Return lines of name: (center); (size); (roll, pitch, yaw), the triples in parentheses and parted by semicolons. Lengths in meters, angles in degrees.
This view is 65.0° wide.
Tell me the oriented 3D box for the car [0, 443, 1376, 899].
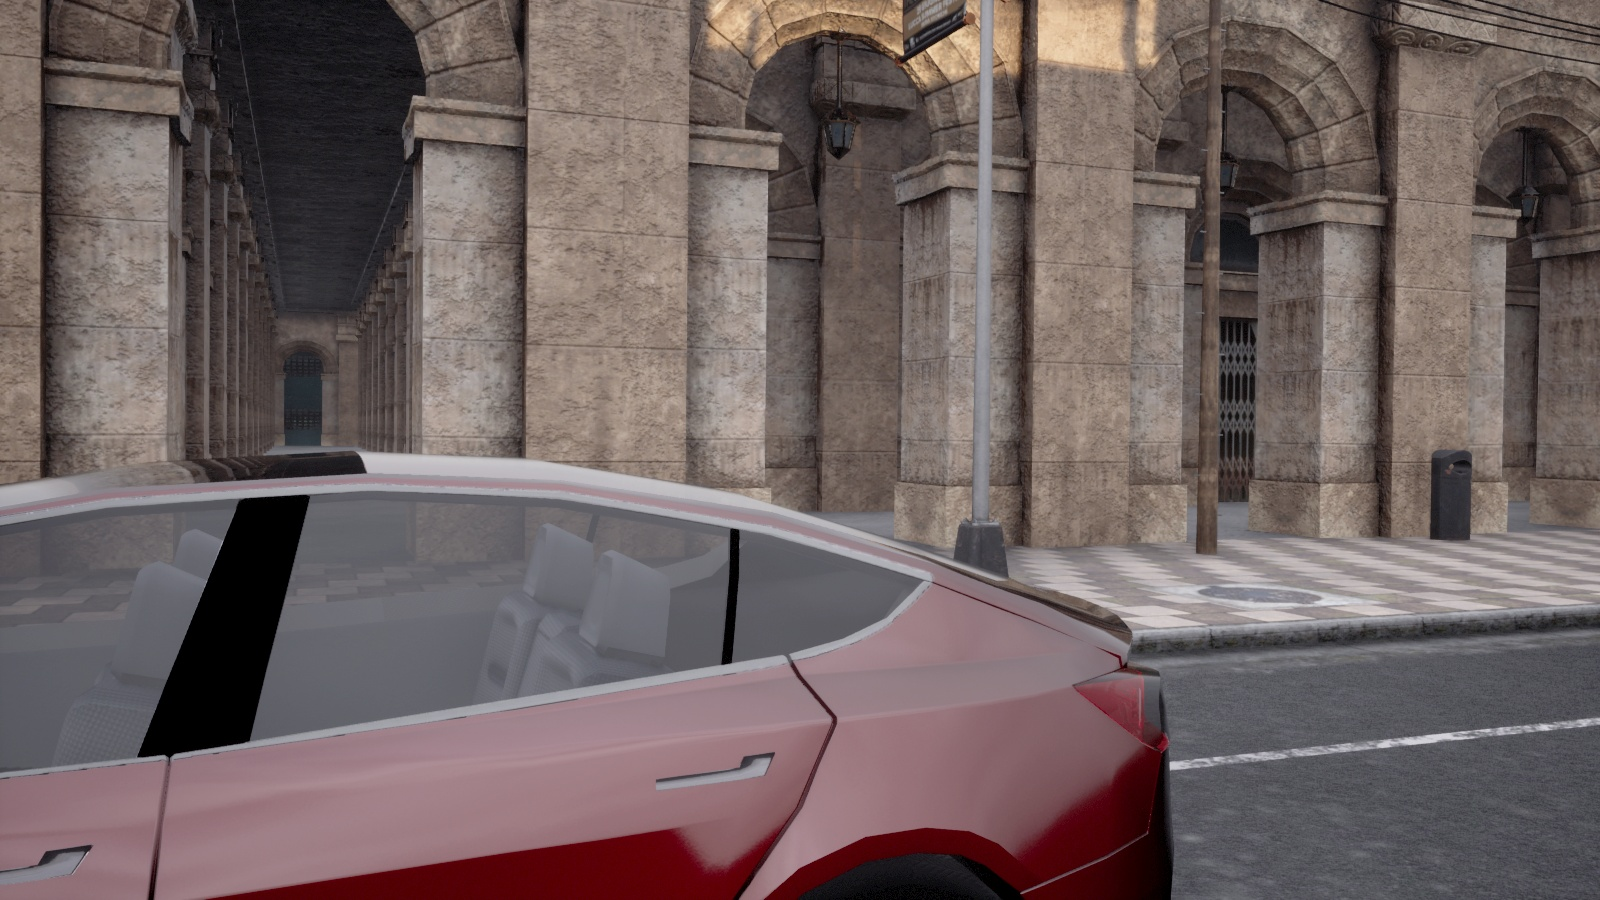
car: (-1.450, 0.769, 2.707); (4.792, 1.488, 2.163); (-1, 1, -21)
